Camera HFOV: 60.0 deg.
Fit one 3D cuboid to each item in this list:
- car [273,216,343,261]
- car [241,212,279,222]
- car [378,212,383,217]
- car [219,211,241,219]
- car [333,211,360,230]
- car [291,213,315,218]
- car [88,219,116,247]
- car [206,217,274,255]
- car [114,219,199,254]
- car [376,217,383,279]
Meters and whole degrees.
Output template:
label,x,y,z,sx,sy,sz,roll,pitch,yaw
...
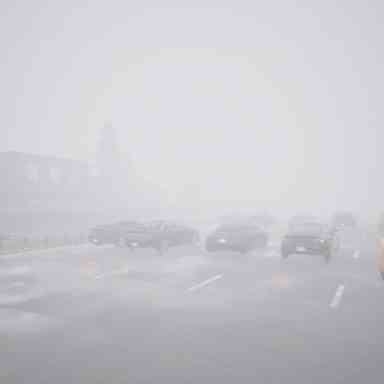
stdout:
label,x,y,z,sx,sy,sz,roll,pitch,yaw
car,5.150,1.990,14.304,1.812,1.442,4.674,-2,-2,29
car,6.737,2.578,31.271,2.128,1.511,4.902,-2,-3,30
car,15.725,2.055,25.859,2.097,1.767,4.553,-2,-3,30
car,4.462,2.728,34.348,1.882,1.535,5.008,-2,-3,29
car,12.859,2.342,27.884,1.837,1.490,4.892,-2,-3,30
car,9.995,2.535,29.919,1.994,1.385,4.181,-2,-3,30
car,-3.871,2.351,19.643,1.837,1.490,4.892,-2,-3,30
car,2.340,2.164,16.411,1.994,1.385,4.181,-2,-3,30
car,-1.359,2.186,16.985,2.128,1.511,4.902,-2,-3,30
car,7.036,1.759,10.520,1.882,1.535,5.008,-2,-3,30
